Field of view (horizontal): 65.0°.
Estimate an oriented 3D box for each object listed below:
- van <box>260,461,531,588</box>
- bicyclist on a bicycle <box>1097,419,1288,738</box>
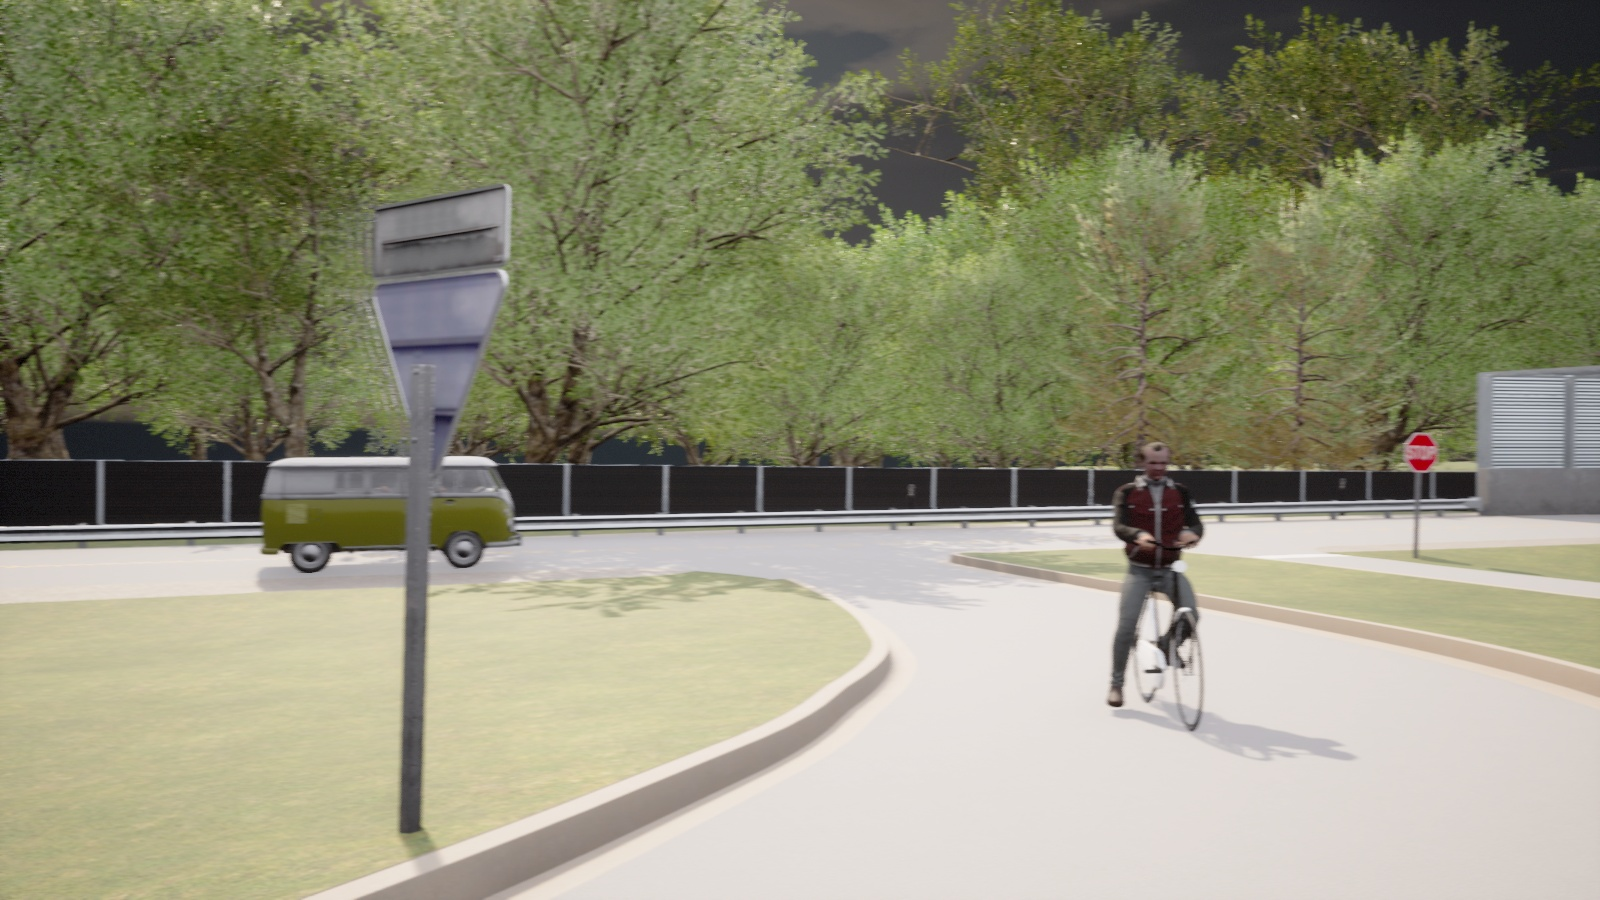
[{"bbox_3d":[-7.235,1.261,22.629,4.442,1.987,1.775,-1,1,-20],"label":"van"},{"bbox_3d":[2.417,0.769,7.968,0.659,1.776,1.843,-1,-3,3],"label":"bicyclist on a bicycle"}]
